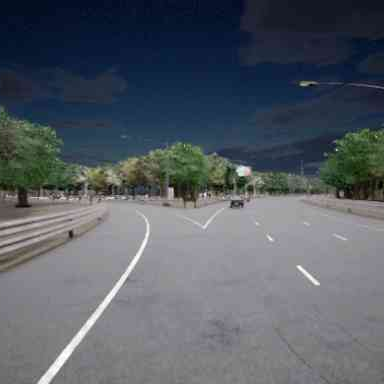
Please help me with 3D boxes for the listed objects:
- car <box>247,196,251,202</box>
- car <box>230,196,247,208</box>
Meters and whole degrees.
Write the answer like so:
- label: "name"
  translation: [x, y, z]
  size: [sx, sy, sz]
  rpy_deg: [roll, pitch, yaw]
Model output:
- label: "car"
  translation: [11.932, 1.552, 73.451]
  size: [1.812, 1.442, 4.674]
  rpy_deg: [0, 0, 14]
- label: "car"
  translation: [6.748, 1.484, 49.306]
  size: [1.882, 1.535, 5.008]
  rpy_deg: [0, 0, 10]
